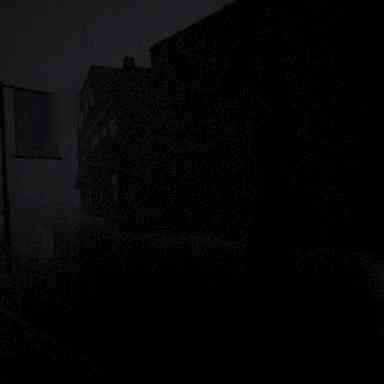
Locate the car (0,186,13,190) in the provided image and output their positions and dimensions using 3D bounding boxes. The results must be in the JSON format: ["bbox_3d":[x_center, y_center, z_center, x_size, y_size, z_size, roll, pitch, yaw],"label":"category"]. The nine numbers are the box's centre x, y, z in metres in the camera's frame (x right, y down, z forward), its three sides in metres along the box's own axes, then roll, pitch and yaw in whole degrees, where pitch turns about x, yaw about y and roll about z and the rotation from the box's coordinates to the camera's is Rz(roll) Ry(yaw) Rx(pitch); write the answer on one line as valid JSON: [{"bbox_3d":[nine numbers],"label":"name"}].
[{"bbox_3d":[-46.762,-0.704,80.763,2.231,1.521,4.892,-4,-3,6],"label":"car"}]

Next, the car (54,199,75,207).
[{"bbox_3d":[-24.735,2.161,64.352,2.128,1.511,4.902,-5,-1,13],"label":"car"}]
